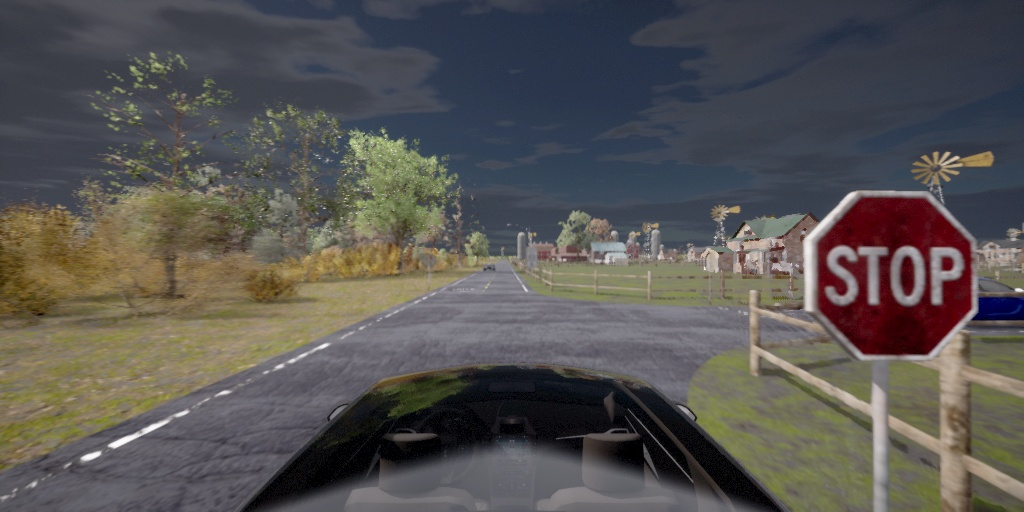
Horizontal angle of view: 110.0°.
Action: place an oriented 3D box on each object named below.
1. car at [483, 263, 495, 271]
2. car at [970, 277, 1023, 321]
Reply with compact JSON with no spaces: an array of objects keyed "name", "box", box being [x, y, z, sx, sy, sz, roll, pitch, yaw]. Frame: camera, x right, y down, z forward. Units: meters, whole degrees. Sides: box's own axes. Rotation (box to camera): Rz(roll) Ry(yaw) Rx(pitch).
[{"name":"car","box":[-3.914,1.915,62.612,1.994,1.385,4.181,0,-1,-1]},{"name":"car","box":[13.866,1.328,11.206,5.008,1.535,1.882,0,-1,-2]}]
